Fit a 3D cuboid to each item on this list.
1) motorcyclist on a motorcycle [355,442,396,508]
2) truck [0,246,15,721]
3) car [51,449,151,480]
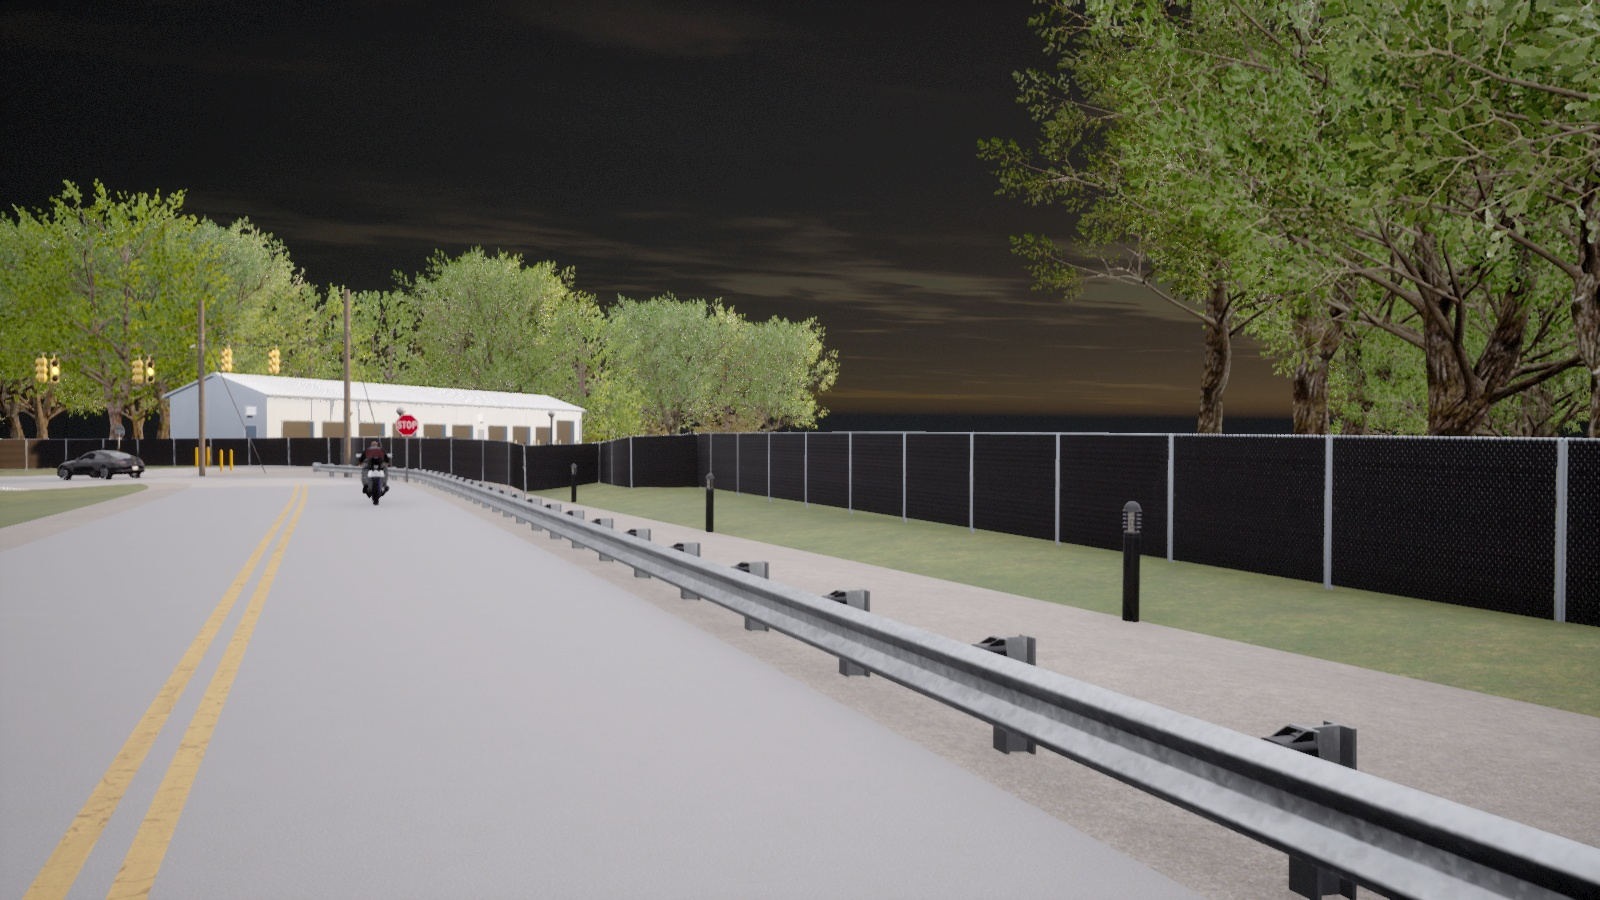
[{"bbox_3d":[-10.248,0.567,30.253,0.866,1.530,2.191,0,0,-20],"label":"motorcyclist on a motorcycle"},{"bbox_3d":[-5.687,0.168,4.142,2.627,2.467,5.204,1,0,5],"label":"truck"},{"bbox_3d":[-34.899,0.720,62.689,4.674,1.442,1.812,-1,2,22],"label":"car"}]
